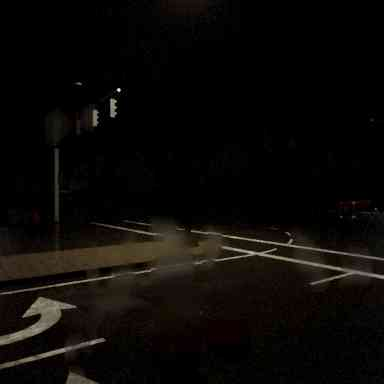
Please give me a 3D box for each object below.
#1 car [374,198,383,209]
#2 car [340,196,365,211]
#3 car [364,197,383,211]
[{"bbox_3d":[27.424,1.564,46.433,4.181,1.385,1.994,0,0,-36],"label":"car"},{"bbox_3d":[20.409,1.352,41.405,4.553,1.767,2.097,0,0,-36],"label":"car"},{"bbox_3d":[22.821,1.547,38.873,5.357,1.411,2.033,0,0,-35],"label":"car"}]
